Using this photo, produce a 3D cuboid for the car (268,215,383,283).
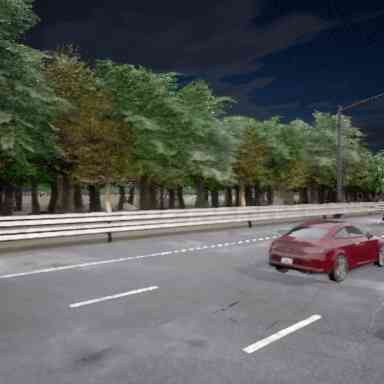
[{"bbox_3d":[4.117,1.578,9.885,4.674,1.442,1.812,0,0,-41],"label":"car"}]
